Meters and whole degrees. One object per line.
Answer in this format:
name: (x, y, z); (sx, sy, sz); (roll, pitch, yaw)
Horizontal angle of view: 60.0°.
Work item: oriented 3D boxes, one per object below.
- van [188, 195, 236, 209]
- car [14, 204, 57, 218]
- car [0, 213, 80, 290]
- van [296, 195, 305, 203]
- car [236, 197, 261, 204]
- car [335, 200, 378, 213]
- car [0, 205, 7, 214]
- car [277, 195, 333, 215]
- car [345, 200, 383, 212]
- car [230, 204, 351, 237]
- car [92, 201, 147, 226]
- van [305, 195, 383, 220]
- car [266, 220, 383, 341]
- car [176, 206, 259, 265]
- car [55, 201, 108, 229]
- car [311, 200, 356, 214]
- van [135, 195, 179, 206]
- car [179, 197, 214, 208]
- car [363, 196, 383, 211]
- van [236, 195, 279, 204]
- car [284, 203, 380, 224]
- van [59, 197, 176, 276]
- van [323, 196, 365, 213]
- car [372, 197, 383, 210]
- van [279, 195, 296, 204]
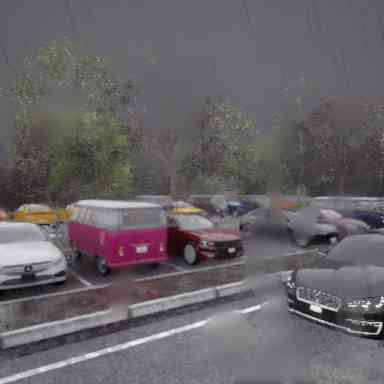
van: (1.405, 1.261, 29.172); (1.878, 1.987, 4.442); (0, 0, -35)
car: (-10.040, 1.486, 21.151); (2.097, 1.535, 5.008); (0, 0, -35)
car: (-4.769, 1.527, 8.856); (2.002, 1.452, 4.674); (0, 0, -35)
van: (10.178, 1.367, 35.711); (1.878, 1.987, 4.442); (1, -1, -35)
car: (3.590, 1.487, 30.879); (2.097, 1.535, 5.008); (0, 0, -35)
car: (21.519, 1.857, 43.654); (2.002, 1.452, 4.674); (1, -1, -35)
car: (-12.180, 1.360, 19.594); (2.185, 1.767, 4.553); (0, 0, -35)
car: (12.518, 1.386, 37.201); (2.435, 2.045, 5.566); (1, -1, -35)
car: (23.881, 1.863, 45.327); (2.097, 1.535, 5.008); (1, -1, -35)
car: (4.292, 1.517, 15.274); (2.163, 1.488, 4.792); (0, 0, -36)
car: (-5.426, 1.487, 24.439); (2.231, 1.521, 4.892); (0, 0, -35)
van: (8.865, 1.262, 18.427); (1.878, 1.987, 4.442); (0, 0, -35)
car: (3.841, 1.506, 6.427); (4.892, 1.490, 1.837); (0, 0, -36)
car: (-0.249, 1.487, 12.081); (2.097, 1.535, 5.008); (0, 0, -35)
car: (-7.682, 1.486, 22.832); (2.097, 1.535, 5.008); (0, 0, -35)
car: (17.112, 1.769, 40.507); (2.002, 1.452, 4.674); (1, -1, -35)
van: (-3.242, 1.261, 26.147); (1.878, 1.987, 4.442); (0, 0, -35)
car: (-0.810, 1.484, 27.510); (1.946, 1.575, 5.366); (0, 0, -36)
car: (28.409, 1.702, 48.527); (2.435, 2.045, 5.566); (1, -1, -35)
van: (5.796, 1.277, 32.301); (1.878, 1.987, 4.442); (1, 0, -35)
car: (6.535, 1.528, 16.912); (2.002, 1.452, 4.674); (0, 0, -35)
van: (-2.575, 1.261, 10.560); (1.878, 1.987, 4.442); (0, 0, -35)
van: (19.200, 1.546, 42.141); (1.878, 1.987, 4.442); (1, -1, -35)
car: (30.665, 1.747, 50.135); (2.435, 2.045, 5.566); (1, -1, -35)
van: (8.024, 1.324, 34.176); (1.878, 1.987, 4.442); (1, -1, -35)
